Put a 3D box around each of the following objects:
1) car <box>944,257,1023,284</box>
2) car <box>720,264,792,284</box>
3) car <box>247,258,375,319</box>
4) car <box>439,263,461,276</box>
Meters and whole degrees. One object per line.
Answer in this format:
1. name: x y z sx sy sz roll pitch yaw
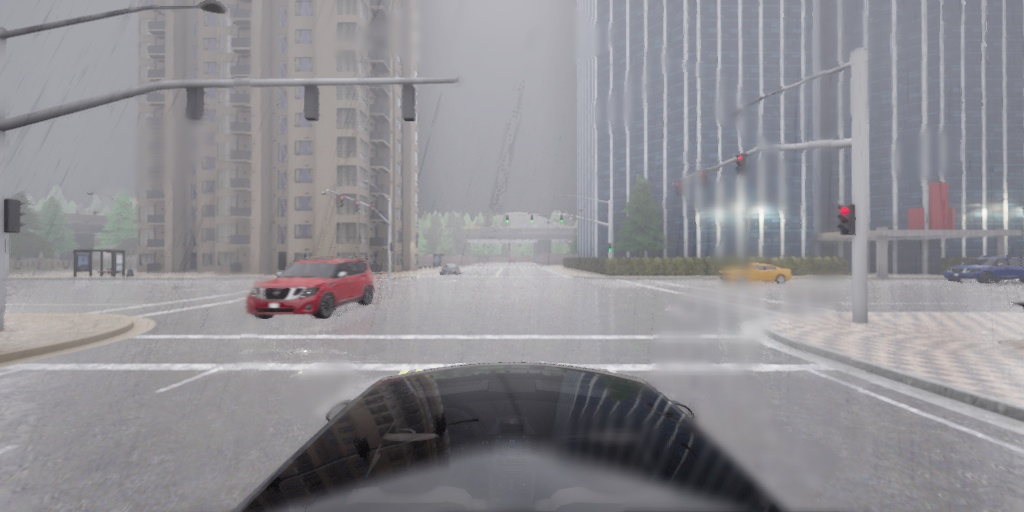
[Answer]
1. car: 37.746 1.124 28.253 5.566 2.045 2.150 0 0 0
2. car: 18.991 1.379 28.061 5.008 1.535 1.882 0 0 -1
3. car: -7.005 1.106 13.319 2.150 2.045 5.566 0 0 0
4. car: -7.010 1.547 40.900 1.812 1.442 4.674 0 1 0
